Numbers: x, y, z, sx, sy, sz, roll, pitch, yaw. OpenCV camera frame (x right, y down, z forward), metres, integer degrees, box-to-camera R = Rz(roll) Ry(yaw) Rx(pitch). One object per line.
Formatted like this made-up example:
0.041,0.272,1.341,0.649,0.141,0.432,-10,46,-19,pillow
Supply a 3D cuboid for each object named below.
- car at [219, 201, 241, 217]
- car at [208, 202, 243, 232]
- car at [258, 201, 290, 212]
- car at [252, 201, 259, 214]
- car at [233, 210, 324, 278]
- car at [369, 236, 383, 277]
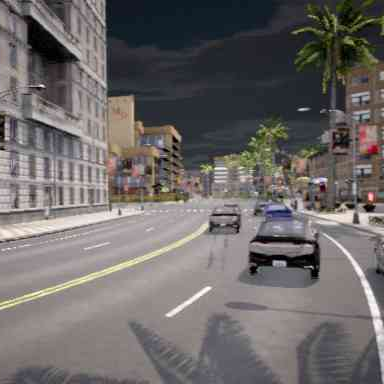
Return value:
4.052,1.748,35.147,2.128,1.511,4.902,-1,-1,7,car
2.162,1.652,21.093,2.128,1.511,4.902,-1,-1,10,car
6.183,1.594,24.469,1.882,1.535,5.008,-1,0,9,car
7.494,1.700,35.350,1.837,1.490,4.892,-1,-1,7,car
2.988,1.534,10.363,2.128,1.511,4.902,-1,-1,21,car
5.310,1.475,7.449,1.837,1.490,4.892,-1,-1,22,car
